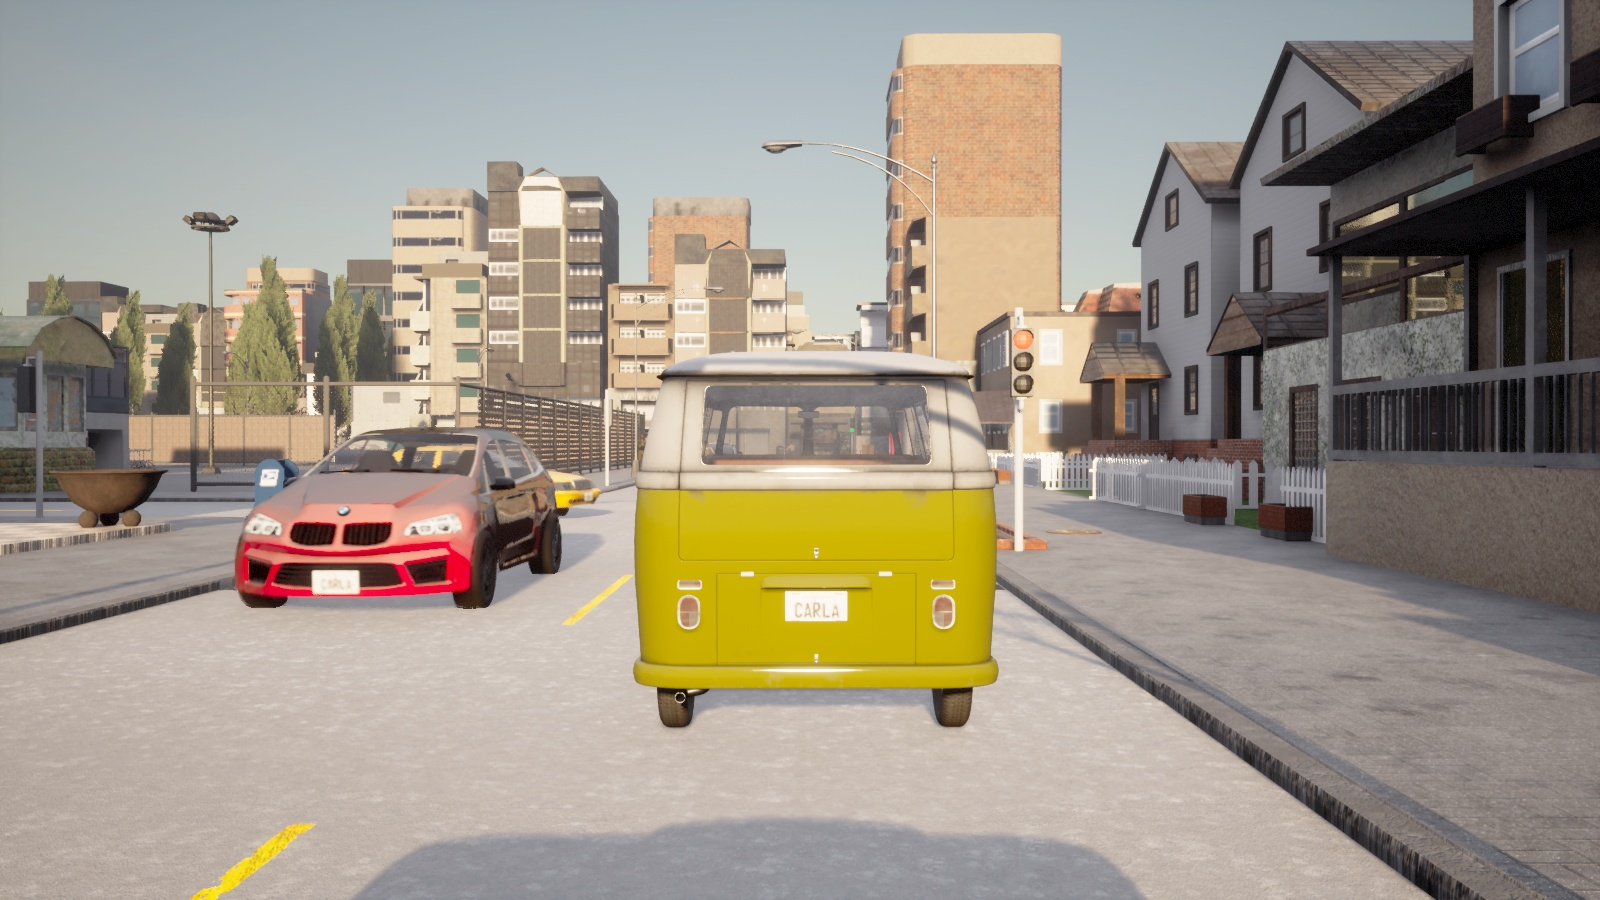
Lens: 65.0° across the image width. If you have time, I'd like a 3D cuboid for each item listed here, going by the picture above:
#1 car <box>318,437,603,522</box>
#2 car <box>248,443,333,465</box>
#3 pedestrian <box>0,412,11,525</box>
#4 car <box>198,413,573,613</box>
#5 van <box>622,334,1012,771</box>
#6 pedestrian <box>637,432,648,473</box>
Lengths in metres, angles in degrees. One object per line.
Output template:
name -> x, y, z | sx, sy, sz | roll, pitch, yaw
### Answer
car -> -6.772, 0.539, 25.113 | 5.366, 1.575, 1.801 | 0, 1, 17
car -> -33.849, 0.253, 83.526 | 4.892, 1.490, 1.837 | 0, 0, 1
pedestrian -> -14.222, 0.317, 21.811 | 0.788, 1.949, 0.423 | 0, 0, -16
car -> -3.880, 0.515, 12.798 | 2.242, 1.667, 4.611 | 0, 0, 1
van -> 0.070, 0.454, 7.932 | 1.775, 1.987, 4.442 | 0, 0, 0
pedestrian -> -7.376, 0.119, 58.666 | 0.395, 1.930, 0.692 | 0, 0, 3
